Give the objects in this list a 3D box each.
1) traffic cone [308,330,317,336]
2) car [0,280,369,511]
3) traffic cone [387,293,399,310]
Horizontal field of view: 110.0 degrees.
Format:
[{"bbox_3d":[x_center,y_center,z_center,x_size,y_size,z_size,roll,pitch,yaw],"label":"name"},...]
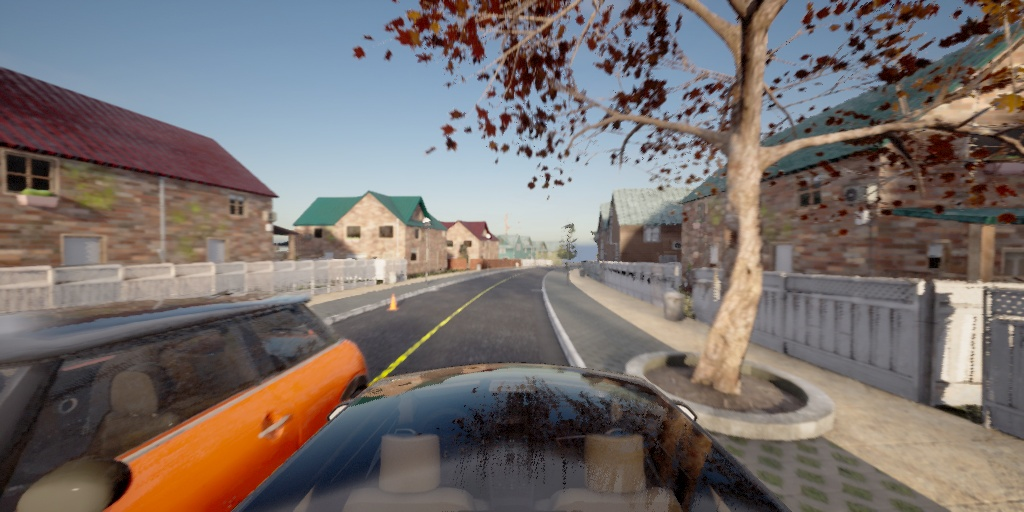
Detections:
[{"bbox_3d":[-4.580,1.677,8.279,0.340,0.580,0.340,0,0,1],"label":"traffic cone"},{"bbox_3d":[-2.434,1.088,1.640,2.097,1.767,4.553,0,0,0],"label":"car"},{"bbox_3d":[-4.412,1.683,13.325,0.340,0.580,0.340,0,0,2],"label":"traffic cone"}]
